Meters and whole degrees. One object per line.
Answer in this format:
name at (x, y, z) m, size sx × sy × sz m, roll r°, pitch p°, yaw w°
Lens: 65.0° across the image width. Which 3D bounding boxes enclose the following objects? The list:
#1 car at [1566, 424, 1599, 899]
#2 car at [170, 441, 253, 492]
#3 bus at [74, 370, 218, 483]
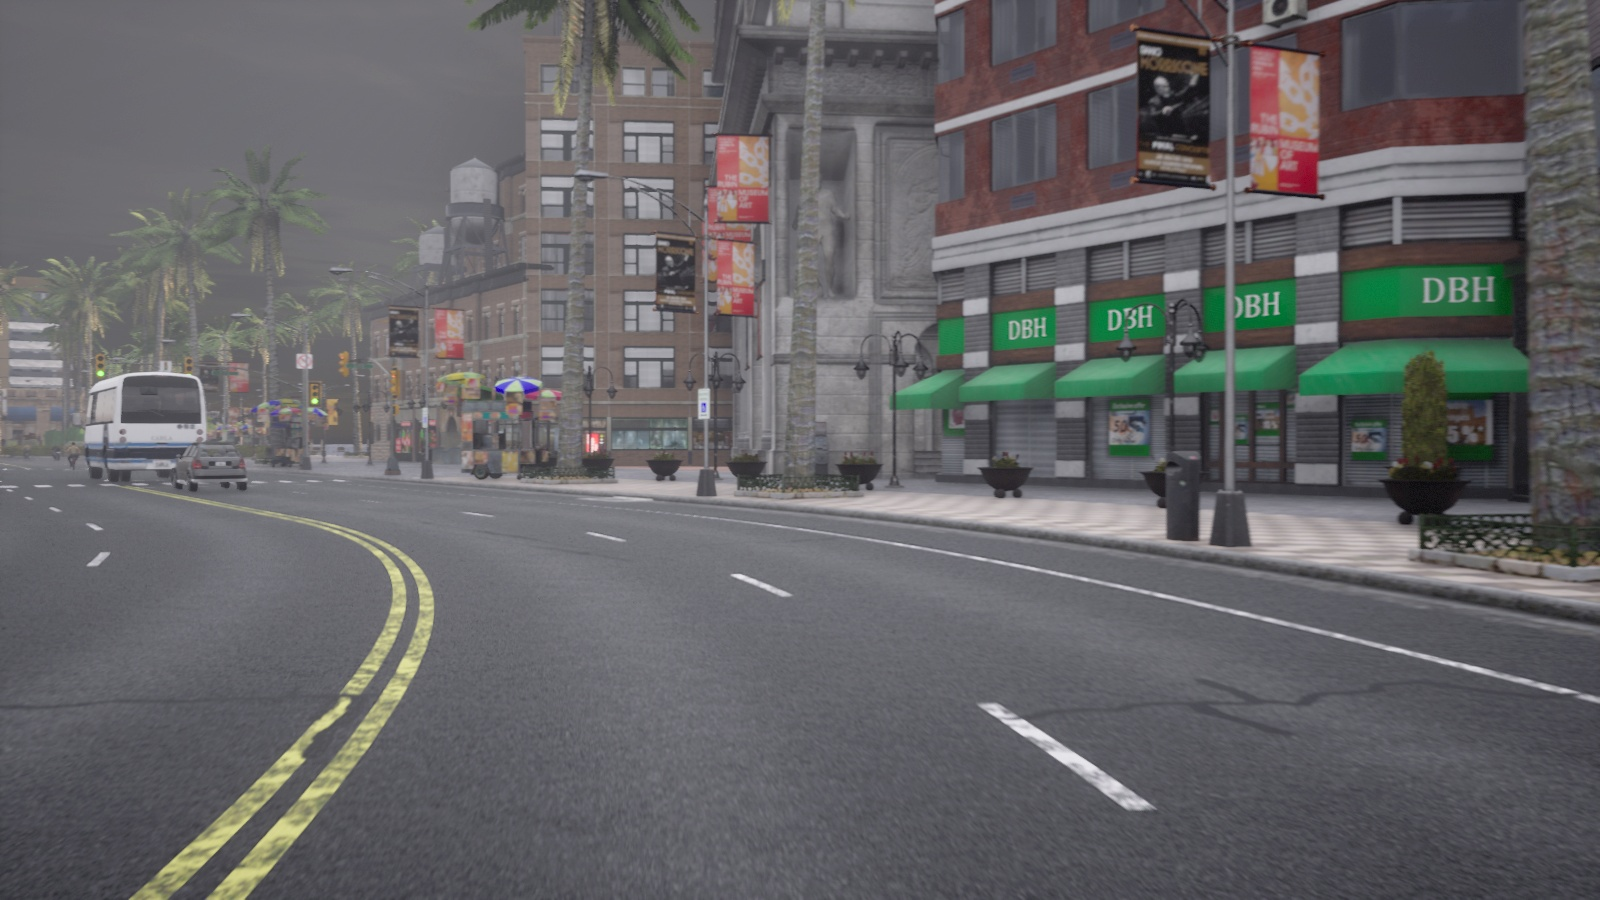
car at (3.448, 0.695, 1.360) m, size 2.128 × 1.511 × 4.902 m, roll 0°, pitch 0°, yaw -2°
car at (-19.104, 0.497, 40.679) m, size 1.789 × 1.549 × 3.705 m, roll 0°, pitch 0°, yaw -35°
bus at (-27.509, -0.924, 52.474) m, size 3.944 × 4.253 × 10.273 m, roll 0°, pitch 0°, yaw -35°
